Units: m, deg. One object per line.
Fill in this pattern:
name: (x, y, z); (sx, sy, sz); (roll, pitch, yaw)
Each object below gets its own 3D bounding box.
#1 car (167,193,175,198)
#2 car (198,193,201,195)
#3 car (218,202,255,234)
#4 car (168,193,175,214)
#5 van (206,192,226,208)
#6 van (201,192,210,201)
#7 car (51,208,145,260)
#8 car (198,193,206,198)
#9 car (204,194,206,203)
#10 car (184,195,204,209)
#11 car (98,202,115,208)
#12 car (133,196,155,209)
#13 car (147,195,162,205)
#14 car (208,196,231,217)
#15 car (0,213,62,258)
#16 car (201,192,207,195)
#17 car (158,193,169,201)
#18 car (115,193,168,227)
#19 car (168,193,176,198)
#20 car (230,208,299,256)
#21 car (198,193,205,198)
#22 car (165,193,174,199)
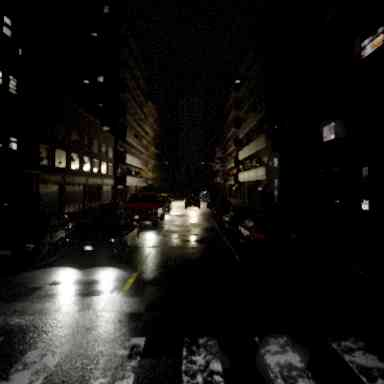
car: (-5.692, 0.904, 89.675); (1.887, 1.381, 4.507); (0, 0, 0)
car: (0.001, 1.142, 52.204); (1.812, 1.442, 4.674); (0, 0, 0)
car: (2.684, 1.430, 17.859); (1.947, 1.339, 4.313); (0, 0, 0)
car: (-3.076, 1.111, 32.219); (2.097, 1.767, 4.553); (0, 0, 0)
van: (2.684, 1.084, 34.427); (1.690, 1.788, 3.998); (0, 0, 0)
van: (2.685, 0.851, 67.568); (1.690, 1.788, 3.998); (-1, 0, 0)
car: (-3.091, 1.473, 11.923); (1.994, 1.385, 4.181); (0, 0, 0)
car: (2.688, 0.910, 89.661); (2.008, 1.369, 4.403); (-1, 0, 0)
car: (2.686, 1.269, 39.953); (1.947, 1.339, 4.313); (0, 0, 0)
car: (0.100, 1.311, 38.972); (1.895, 1.301, 4.718); (0, 0, 1)
car: (-5.696, 1.389, 23.395); (1.947, 1.339, 4.313); (0, 0, 0)
car: (-5.695, 1.248, 39.965); (1.887, 1.381, 4.507); (0, 0, 0)
car: (-5.694, 1.207, 51.012); (1.802, 1.307, 4.206); (0, 0, 0)
car: (2.685, 1.328, 28.905); (1.887, 1.381, 4.507); (0, 0, 0)
car: (-5.697, 1.471, 12.348); (1.947, 1.339, 4.313); (0, 0, 0)
car: (2.686, 1.110, 56.691); (1.752, 1.417, 4.829); (0, 0, 0)
car: (-5.694, 1.036, 67.412); (1.752, 1.417, 4.829); (0, 0, 0)
car: (-3.075, 1.060, 21.666); (2.150, 2.045, 5.566); (0, 0, 1)
car: (-5.692, 0.867, 95.199); (1.887, 1.381, 4.507); (0, 0, 0)
car: (2.684, 1.487, 12.336); (1.802, 1.307, 4.206); (0, 0, 0)
car: (2.689, 0.873, 95.185); (2.008, 1.369, 4.403); (-1, 0, 0)
car: (-5.692, 0.962, 84.151); (1.947, 1.339, 4.313); (0, 0, 0)
